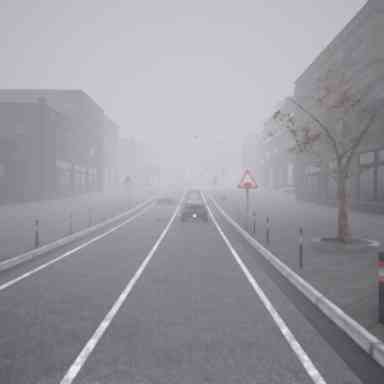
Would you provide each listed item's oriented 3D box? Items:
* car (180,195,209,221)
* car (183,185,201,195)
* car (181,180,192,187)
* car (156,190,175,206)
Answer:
[{"bbox_3d":[0.173,1.225,24.333,1.837,1.490,4.892,0,2,0],"label":"car"},{"bbox_3d":[0.229,0.325,42.578,2.033,1.649,4.856,0,3,0],"label":"car"},{"bbox_3d":[-1.218,-1.801,79.302,2.150,2.045,5.566,0,2,7],"label":"car"},{"bbox_3d":[-2.977,0.632,37.968,1.882,1.535,5.008,0,3,0],"label":"car"}]
